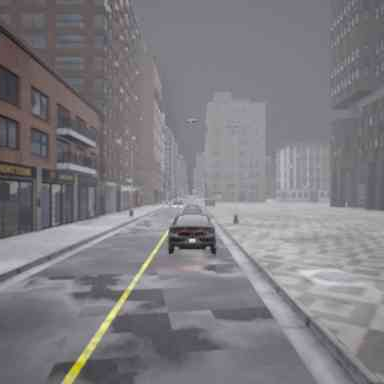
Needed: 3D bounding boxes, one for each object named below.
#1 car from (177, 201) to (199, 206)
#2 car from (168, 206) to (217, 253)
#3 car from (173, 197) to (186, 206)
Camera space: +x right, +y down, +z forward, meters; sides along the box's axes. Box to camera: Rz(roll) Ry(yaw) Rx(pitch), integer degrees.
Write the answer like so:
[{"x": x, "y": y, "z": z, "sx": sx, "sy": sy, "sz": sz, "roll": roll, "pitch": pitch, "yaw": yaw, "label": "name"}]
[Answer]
[{"x": 0.028, "y": 1.821, "z": 28.995, "sx": 2.033, "sy": 1.411, "sz": 5.357, "roll": 0, "pitch": -1, "yaw": 0, "label": "car"}, {"x": 0.019, "y": 1.615, "z": 14.492, "sx": 1.882, "sy": 1.535, "sz": 5.008, "roll": 0, "pitch": 0, "yaw": 0, "label": "car"}, {"x": -2.934, "y": 2.220, "z": 71.010, "sx": 1.994, "sy": 1.385, "sz": 4.181, "roll": 0, "pitch": -1, "yaw": 0, "label": "car"}]
